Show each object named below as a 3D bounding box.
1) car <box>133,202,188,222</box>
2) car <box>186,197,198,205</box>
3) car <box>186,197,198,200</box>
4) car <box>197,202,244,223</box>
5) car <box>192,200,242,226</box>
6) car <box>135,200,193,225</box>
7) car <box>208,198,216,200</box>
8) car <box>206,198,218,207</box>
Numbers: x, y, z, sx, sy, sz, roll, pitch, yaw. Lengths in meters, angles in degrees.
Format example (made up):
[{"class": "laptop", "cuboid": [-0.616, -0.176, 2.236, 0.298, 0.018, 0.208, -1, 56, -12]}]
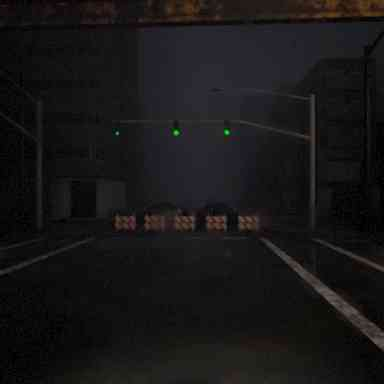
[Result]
[{"class": "car", "cuboid": [-2.190, 1.418, 24.432, 1.853, 1.218, 4.536, 0, 0, 28]}, {"class": "car", "cuboid": [0.037, 1.586, 59.177, 1.853, 1.218, 4.536, 0, 0, 3]}, {"class": "car", "cuboid": [0.035, 1.744, 59.124, 2.038, 1.542, 4.974, 0, 0, 3]}, {"class": "car", "cuboid": [1.908, 1.411, 23.902, 1.853, 1.218, 4.536, 0, 0, -17]}, {"class": "car", "cuboid": [1.924, 1.568, 23.852, 2.038, 1.542, 4.974, 0, 0, -17]}, {"class": "car", "cuboid": [-2.214, 1.576, 24.385, 2.038, 1.542, 4.974, 0, 0, 28]}, {"class": "car", "cuboid": [2.999, 1.698, 50.429, 2.038, 1.542, 4.974, 0, 0, 3]}, {"class": "car", "cuboid": [3.001, 1.540, 50.482, 1.853, 1.218, 4.536, 0, 0, 3]}]
